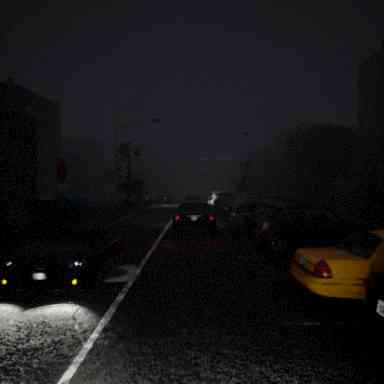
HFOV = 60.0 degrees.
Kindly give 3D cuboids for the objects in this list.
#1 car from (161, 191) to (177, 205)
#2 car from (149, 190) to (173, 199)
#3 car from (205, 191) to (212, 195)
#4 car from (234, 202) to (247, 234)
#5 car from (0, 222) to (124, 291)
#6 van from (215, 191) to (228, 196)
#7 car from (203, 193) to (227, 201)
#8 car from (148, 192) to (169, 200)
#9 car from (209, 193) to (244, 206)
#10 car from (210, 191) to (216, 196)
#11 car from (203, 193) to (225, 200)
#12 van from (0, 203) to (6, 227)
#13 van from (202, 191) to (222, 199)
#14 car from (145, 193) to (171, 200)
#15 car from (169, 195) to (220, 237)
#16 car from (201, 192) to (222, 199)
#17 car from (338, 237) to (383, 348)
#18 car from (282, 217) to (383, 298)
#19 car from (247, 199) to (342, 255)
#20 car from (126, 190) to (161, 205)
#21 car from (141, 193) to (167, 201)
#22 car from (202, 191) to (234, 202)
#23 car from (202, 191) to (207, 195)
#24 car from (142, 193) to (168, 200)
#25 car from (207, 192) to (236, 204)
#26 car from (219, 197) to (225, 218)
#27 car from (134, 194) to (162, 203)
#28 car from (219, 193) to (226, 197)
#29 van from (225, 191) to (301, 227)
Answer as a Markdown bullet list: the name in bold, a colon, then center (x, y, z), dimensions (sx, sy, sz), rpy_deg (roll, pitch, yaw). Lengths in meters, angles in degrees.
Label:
- **car**: center (-3.048, 0.987, 50.796), dimensions (2.097, 1.767, 4.553), rpy_deg (0, 0, 0)
- **car**: center (-7.606, 0.566, 81.991), dimensions (5.566, 2.045, 2.435), rpy_deg (0, 1, 0)
- **car**: center (4.700, 0.939, 40.336), dimensions (5.566, 2.045, 2.435), rpy_deg (0, 0, 0)
- **car**: center (4.652, 1.371, 15.194), dimensions (4.892, 1.521, 2.231), rpy_deg (0, 0, 0)
- **car**: center (-3.096, 1.501, 8.731), dimensions (1.994, 1.385, 4.181), rpy_deg (0, 0, 0)
- **van**: center (4.784, 1.025, 31.954), dimensions (4.442, 1.987, 1.878), rpy_deg (0, 0, 0)
- **car**: center (4.682, 0.991, 68.397), dimensions (4.892, 1.521, 2.231), rpy_deg (0, 0, 0)
- **car**: center (-7.607, 0.803, 76.221), dimensions (4.553, 1.767, 2.185), rpy_deg (0, 1, 0)
- **car**: center (4.707, 1.025, 45.922), dimensions (4.553, 1.767, 2.185), rpy_deg (0, 0, 0)
- **car**: center (4.640, 1.085, 37.542), dimensions (4.553, 1.767, 2.185), rpy_deg (0, 0, 0)
- **car**: center (4.692, 1.011, 71.067), dimensions (4.674, 1.452, 2.002), rpy_deg (0, 0, 0)
- **van**: center (-7.792, 1.186, 9.333), dimensions (4.442, 1.987, 1.878), rpy_deg (0, 0, 0)
- **van**: center (4.576, 0.699, 76.649), dimensions (4.442, 1.987, 1.878), rpy_deg (0, 1, 0)
- **car**: center (-7.454, 0.952, 73.280), dimensions (5.366, 1.575, 1.946), rpy_deg (0, 0, 0)
- **car**: center (0.108, 1.227, 17.369), dimensions (2.097, 1.767, 4.553), rpy_deg (0, 0, 0)
- **car**: center (4.688, 0.879, 79.459), dimensions (4.892, 1.521, 2.231), rpy_deg (0, 2, 0)
- **car**: center (4.680, 1.480, 4.021), dimensions (4.792, 1.488, 2.163), rpy_deg (0, 0, 0)
- **car**: center (4.839, 1.427, 6.814), dimensions (5.366, 1.575, 1.946), rpy_deg (0, 0, 0)
- **car**: center (4.624, 1.265, 12.402), dimensions (4.553, 1.767, 2.185), rpy_deg (0, 0, 0)
- **car**: center (-7.619, 0.977, 52.586), dimensions (4.553, 1.767, 2.185), rpy_deg (0, 0, 0)
- **car**: center (-7.649, 0.999, 67.278), dimensions (4.892, 1.521, 2.231), rpy_deg (0, 0, 0)
- **car**: center (4.655, 0.799, 59.890), dimensions (5.566, 2.045, 2.435), rpy_deg (0, 0, 0)
- **car**: center (0.118, 1.104, 34.517), dimensions (2.097, 1.767, 4.553), rpy_deg (0, 0, 0)
- **car**: center (-7.826, 0.973, 70.341), dimensions (5.366, 1.575, 1.946), rpy_deg (0, 0, 0)
- **car**: center (4.712, 0.964, 54.429), dimensions (4.553, 1.767, 2.185), rpy_deg (0, 0, 0)
- **car**: center (4.658, 1.309, 23.700), dimensions (5.008, 1.535, 2.097), rpy_deg (0, 0, 0)
- **car**: center (-7.644, 1.100, 58.589), dimensions (4.674, 1.452, 2.002), rpy_deg (0, 0, 0)
- **car**: center (4.695, 1.165, 26.369), dimensions (4.553, 1.767, 2.185), rpy_deg (0, 0, 0)
- **van**: center (4.544, 1.105, 20.780), dimensions (4.442, 1.987, 1.878), rpy_deg (0, 0, 0)
